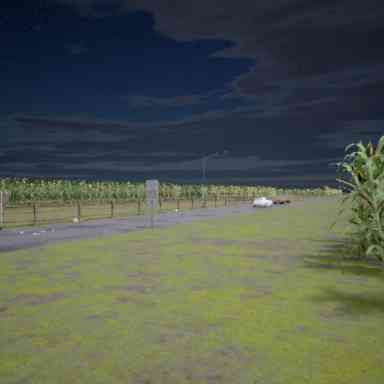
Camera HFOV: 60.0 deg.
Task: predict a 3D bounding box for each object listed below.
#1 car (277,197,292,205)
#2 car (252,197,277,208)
[{"bbox_3d":[15.652,1.555,57.345,1.895,1.301,4.718,1,0,35],"label":"car"},{"bbox_3d":[10.399,1.488,48.638,1.812,1.442,4.674,1,0,31],"label":"car"}]
